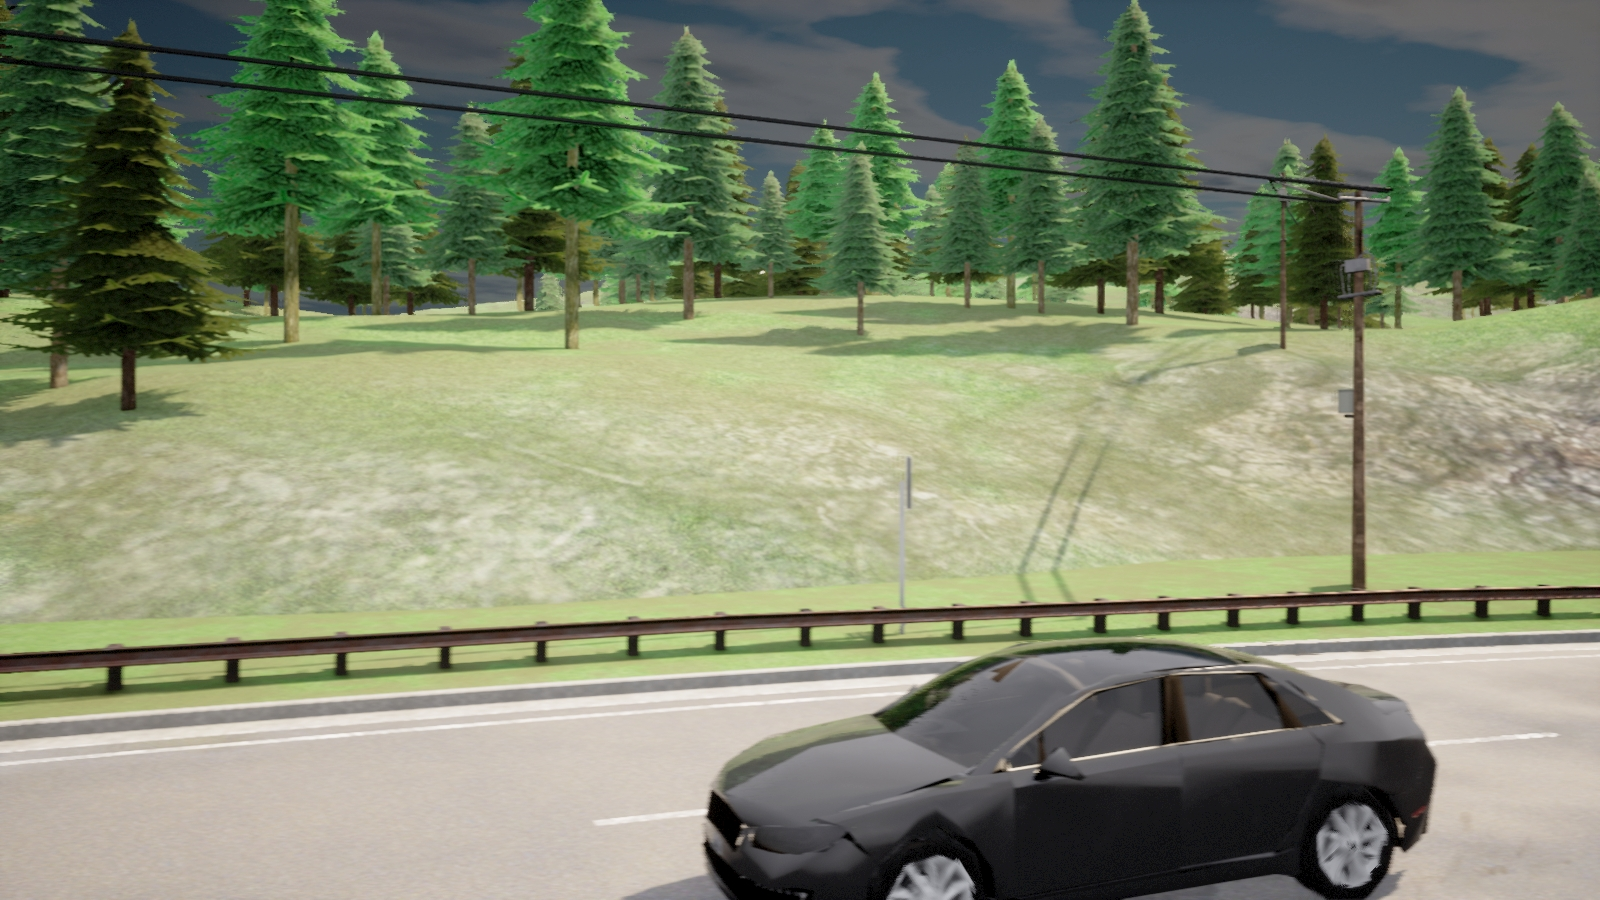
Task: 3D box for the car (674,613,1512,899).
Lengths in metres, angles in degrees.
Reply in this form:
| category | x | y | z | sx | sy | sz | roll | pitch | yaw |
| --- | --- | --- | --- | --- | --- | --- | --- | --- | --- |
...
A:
| category | x | y | z | sx | sy | sz | roll | pitch | yaw |
| --- | --- | --- | --- | --- | --- | --- | --- | --- | --- |
| car | 1.819 | 2.061 | 7.490 | 4.892 | 1.480 | 2.231 | 0 | 0 | -19 |
